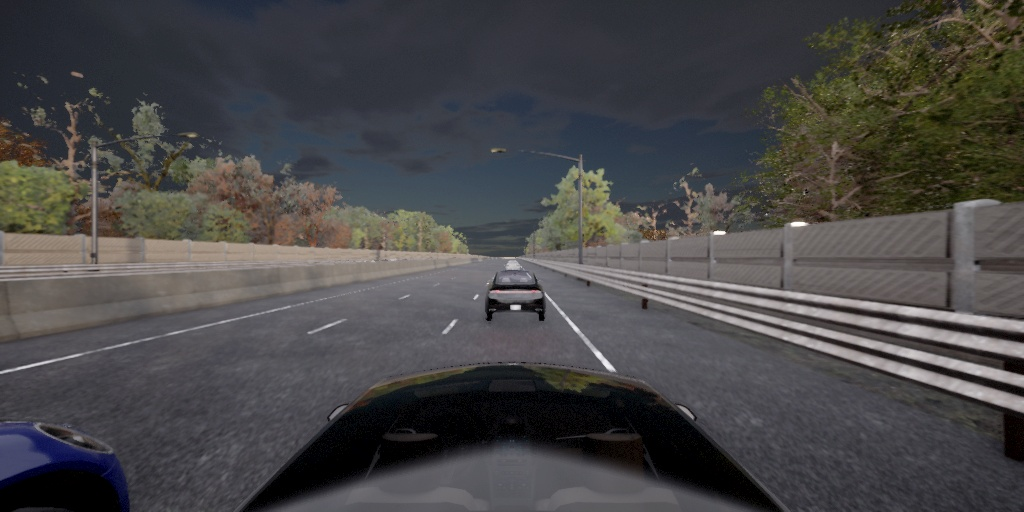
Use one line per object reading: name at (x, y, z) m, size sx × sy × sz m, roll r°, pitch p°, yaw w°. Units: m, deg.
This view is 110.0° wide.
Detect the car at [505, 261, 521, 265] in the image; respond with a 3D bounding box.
car at (0.110, 1.288, 44.387) m, size 1.812 × 1.442 × 4.674 m, roll 0°, pitch 0°, yaw 0°

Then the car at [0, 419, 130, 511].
car at (-3.400, 1.101, 0.277) m, size 2.097 × 1.767 × 4.553 m, roll 0°, pitch 0°, yaw 0°

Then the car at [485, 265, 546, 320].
car at (0.104, 1.244, 12.570) m, size 2.128 × 1.511 × 4.902 m, roll 0°, pitch 0°, yaw 0°
